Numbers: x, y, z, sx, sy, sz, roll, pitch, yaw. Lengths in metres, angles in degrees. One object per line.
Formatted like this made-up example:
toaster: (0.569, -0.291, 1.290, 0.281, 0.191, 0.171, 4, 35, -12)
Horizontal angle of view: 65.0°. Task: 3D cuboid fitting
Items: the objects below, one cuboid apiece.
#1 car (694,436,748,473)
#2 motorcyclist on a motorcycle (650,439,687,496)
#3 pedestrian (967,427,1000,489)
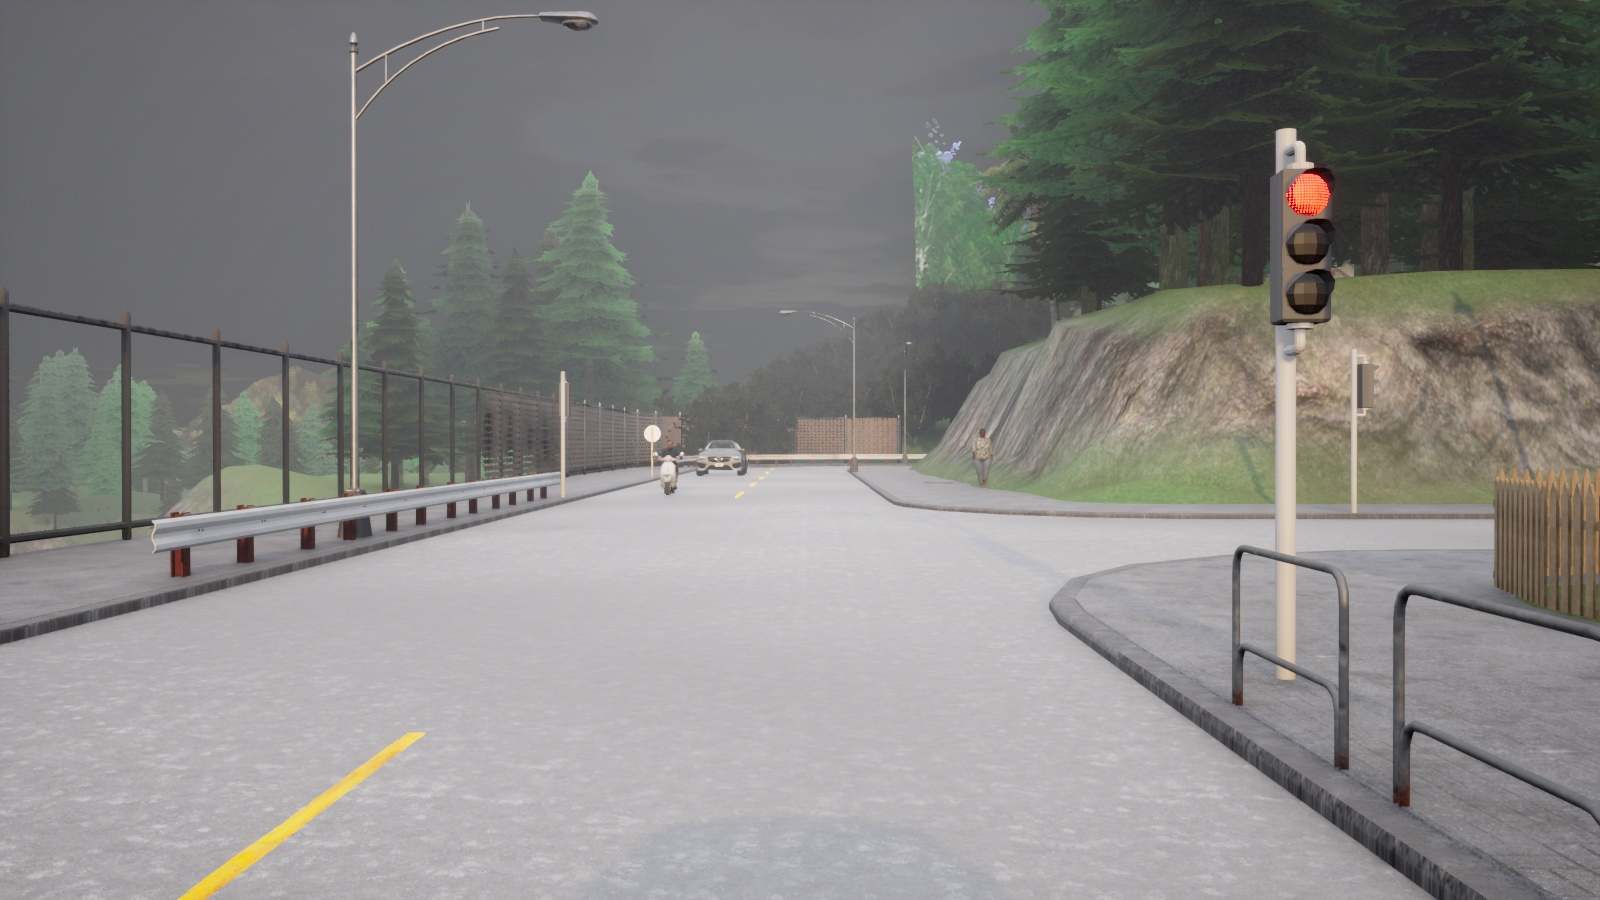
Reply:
car: (-3.607, 0.194, 58.205, 2.152, 1.651, 5.027, 0, 0, 0)
motorcyclist on a motorcycle: (-3.746, 0.494, 36.007, 0.866, 1.590, 1.817, 0, 0, 0)
pedestrian: (5.541, 0.246, 37.993, 0.874, 1.855, 0.900, 0, 0, 0)
